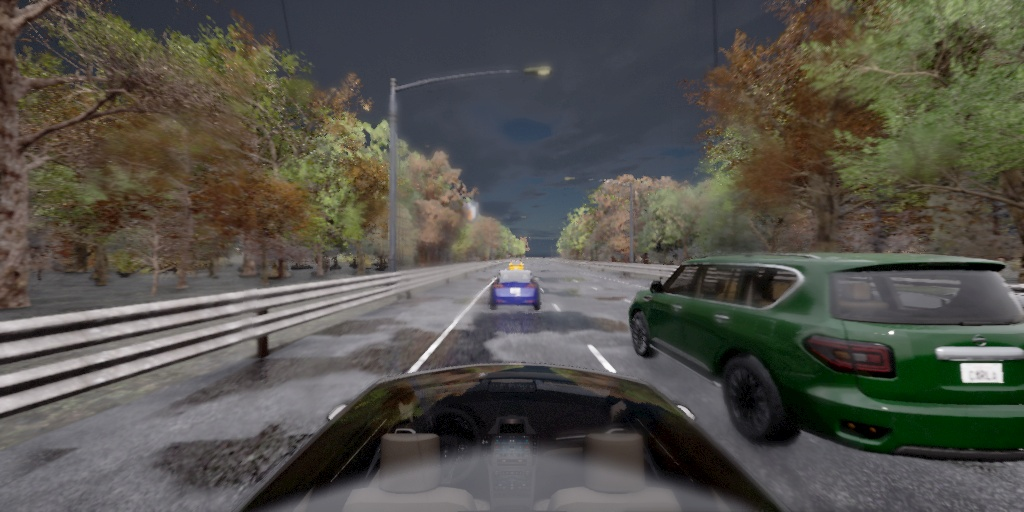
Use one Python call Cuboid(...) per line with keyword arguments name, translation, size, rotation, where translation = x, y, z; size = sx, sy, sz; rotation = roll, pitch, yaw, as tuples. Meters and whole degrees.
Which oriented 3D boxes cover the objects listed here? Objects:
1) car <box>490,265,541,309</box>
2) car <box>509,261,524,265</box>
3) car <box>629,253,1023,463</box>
Cuboid(name="car", translation=(0.140, 1.315, 15.419), size=(2.163, 1.488, 4.792), rotation=(0, 0, 0))
Cuboid(name="car", translation=(0.585, 1.434, 48.023), size=(1.882, 1.535, 5.008), rotation=(0, 0, 1))
Cuboid(name="car", translation=(3.597, 0.992, 5.424), size=(2.150, 2.045, 5.566), rotation=(0, 0, 0))
